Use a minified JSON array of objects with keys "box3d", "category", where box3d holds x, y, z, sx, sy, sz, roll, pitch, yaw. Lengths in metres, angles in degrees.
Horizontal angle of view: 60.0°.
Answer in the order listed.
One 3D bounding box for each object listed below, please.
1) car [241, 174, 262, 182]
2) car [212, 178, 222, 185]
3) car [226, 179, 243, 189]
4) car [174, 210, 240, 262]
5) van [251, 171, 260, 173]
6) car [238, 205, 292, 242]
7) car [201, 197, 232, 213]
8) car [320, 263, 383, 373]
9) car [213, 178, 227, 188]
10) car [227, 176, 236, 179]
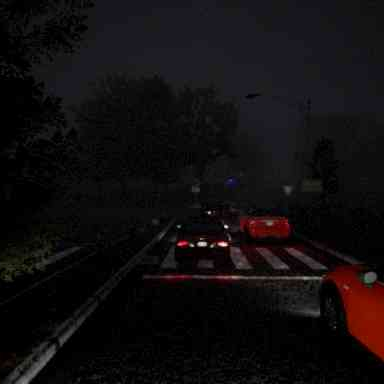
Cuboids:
[{"box3d":[15.324,-3.346,88.161,4.892,1.521,2.231,1,5,11],"category":"car"},{"box3d":[6.119,-2.508,79.365,2.033,1.411,5.357,1,5,8],"category":"car"},{"box3d":[8.706,-1.385,67.008,1.895,1.301,4.718,0,5,-1],"category":"car"},{"box3d":[0.389,1.610,12.405,2.033,1.411,5.357,0,0,2],"category":"car"},{"box3d":[16.284,-4.052,93.548,4.442,1.987,1.878,1,5,11],"category":"van"},{"box3d":[3.573,1.427,17.077,2.097,1.767,4.553,0,1,2],"category":"car"},{"box3d":[2.074,1.180,28.059,1.837,1.490,4.892,0,4,17],"category":"car"},{"box3d":[3.187,1.374,3.770,2.097,1.767,4.553,0,0,0],"category":"car"},{"box3d":[5.666,-1.655,69.642,1.994,1.385,4.181,0,5,2],"category":"car"},{"box3d":[8.917,-2.655,77.179,2.150,2.045,5.566,0,5,5],"category":"car"}]
